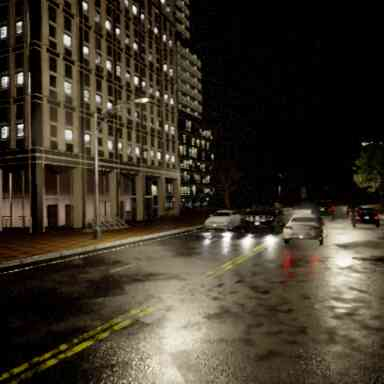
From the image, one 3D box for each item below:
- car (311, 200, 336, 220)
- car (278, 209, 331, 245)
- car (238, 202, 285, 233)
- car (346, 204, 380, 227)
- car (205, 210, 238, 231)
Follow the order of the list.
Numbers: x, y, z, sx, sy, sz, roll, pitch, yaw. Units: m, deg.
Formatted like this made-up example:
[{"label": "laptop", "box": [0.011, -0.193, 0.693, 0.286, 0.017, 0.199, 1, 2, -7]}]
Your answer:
[{"label": "car", "box": [13.592, 1.820, 34.477, 2.150, 2.045, 5.566, -2, -2, 23]}, {"label": "car", "box": [6.018, 1.850, 17.419, 1.812, 1.442, 4.674, -2, -2, 25]}, {"label": "car", "box": [5.372, 1.738, 24.225, 2.150, 2.045, 5.566, -2, -2, 24]}, {"label": "car", "box": [13.534, 1.928, 26.115, 2.033, 1.411, 5.357, -2, -2, 24]}, {"label": "car", "box": [2.562, 2.150, 25.880, 1.812, 1.442, 4.674, -2, -2, 24]}]
